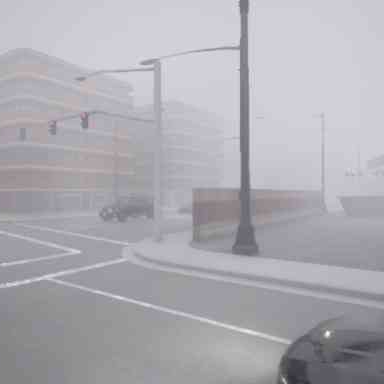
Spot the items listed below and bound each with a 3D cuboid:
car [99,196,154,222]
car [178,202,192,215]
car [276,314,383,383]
[{"bbox_3d":[-5.256,1.386,28.305,2.150,2.045,5.566,0,0,35],"label":"car"},{"bbox_3d":[0.665,1.723,36.803,2.033,1.411,5.357,0,0,34],"label":"car"},{"bbox_3d":[2.956,1.500,1.977,4.892,1.490,1.837,0,0,35],"label":"car"}]
